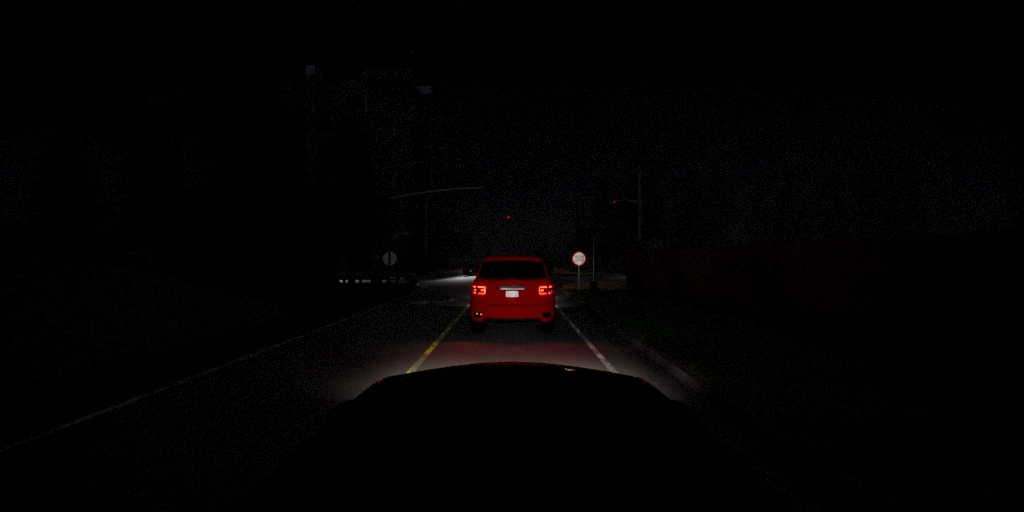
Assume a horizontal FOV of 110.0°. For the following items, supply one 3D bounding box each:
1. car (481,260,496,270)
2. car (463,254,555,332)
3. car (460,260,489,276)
[{"bbox_3d":[-3.538,1.350,54.587,1.895,1.301,4.718,0,0,0],"label":"car"},{"bbox_3d":[0.052,0.971,10.958,2.150,2.045,5.566,0,0,1],"label":"car"},{"bbox_3d":[-3.874,1.241,38.026,2.128,1.511,4.902,0,0,6],"label":"car"}]
